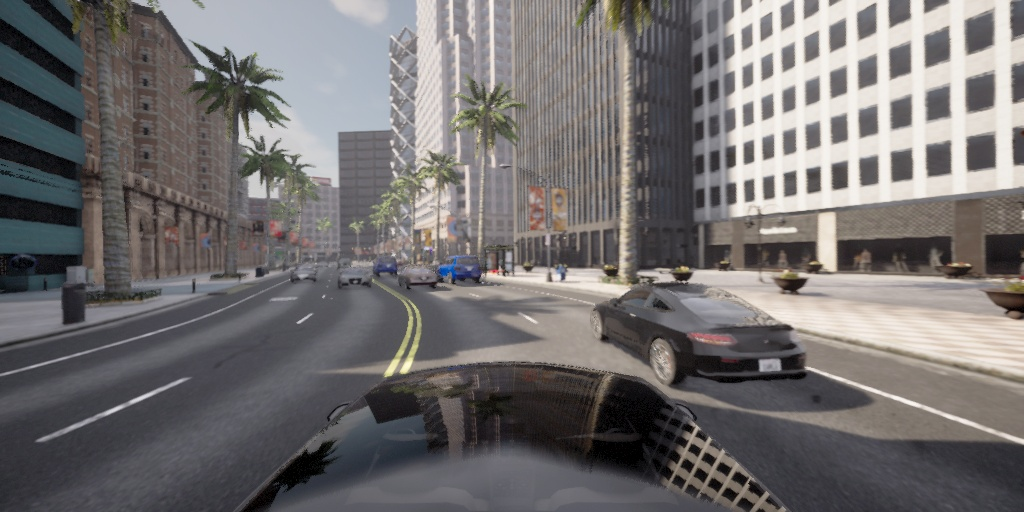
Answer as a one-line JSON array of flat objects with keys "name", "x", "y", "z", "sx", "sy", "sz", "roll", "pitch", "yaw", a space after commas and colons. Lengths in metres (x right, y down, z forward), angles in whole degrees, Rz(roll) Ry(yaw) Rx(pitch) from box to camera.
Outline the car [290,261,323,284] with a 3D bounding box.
[{"name": "car", "x": -17.721, "y": 1.487, "z": 30.755, "sx": 2.128, "sy": 1.511, "sz": 4.902, "roll": -1, "pitch": 0, "yaw": -26}]

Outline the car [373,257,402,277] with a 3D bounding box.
[{"name": "car", "x": -13.846, "y": 1.159, "z": 39.220, "sx": 2.150, "sy": 2.045, "sz": 5.566, "roll": -1, "pitch": 0, "yaw": -26}]

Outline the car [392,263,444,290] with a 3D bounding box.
[{"name": "car", "x": -6.323, "y": 1.381, "z": 23.668, "sx": 2.033, "sy": 1.411, "sz": 5.357, "roll": -1, "pitch": 0, "yaw": -25}]

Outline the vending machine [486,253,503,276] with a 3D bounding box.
[{"name": "vending machine", "x": -1.947, "y": 0.961, "z": 39.454, "sx": 1.100, "sy": 2.100, "sz": 0.880, "roll": 0, "pitch": 0, "yaw": -26}]

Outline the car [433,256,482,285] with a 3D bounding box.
[{"name": "car", "x": -4.064, "y": 1.022, "z": 27.051, "sx": 2.150, "sy": 2.045, "sz": 5.566, "roll": -1, "pitch": 0, "yaw": -25}]

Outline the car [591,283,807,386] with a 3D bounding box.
[{"name": "car", "x": 3.014, "y": 1.231, "z": 6.857, "sx": 1.812, "sy": 1.442, "sz": 4.674, "roll": -1, "pitch": 0, "yaw": -7}]

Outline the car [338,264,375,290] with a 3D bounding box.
[{"name": "car", "x": -10.813, "y": 1.462, "z": 24.570, "sx": 1.994, "sy": 1.385, "sz": 4.181, "roll": -1, "pitch": 0, "yaw": -26}]
